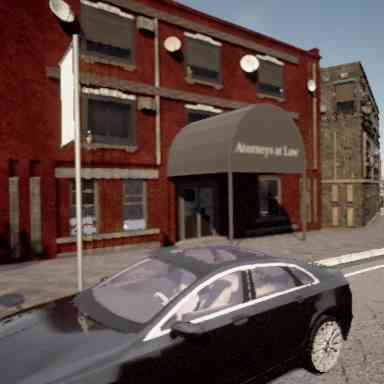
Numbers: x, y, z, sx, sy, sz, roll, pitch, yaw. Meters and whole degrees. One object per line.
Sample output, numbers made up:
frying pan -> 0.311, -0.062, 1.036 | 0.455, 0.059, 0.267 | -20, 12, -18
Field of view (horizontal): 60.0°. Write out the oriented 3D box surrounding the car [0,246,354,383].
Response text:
car -> 0.004, 1.491, 4.003 | 4.902, 1.511, 2.128 | 0, 0, -36
